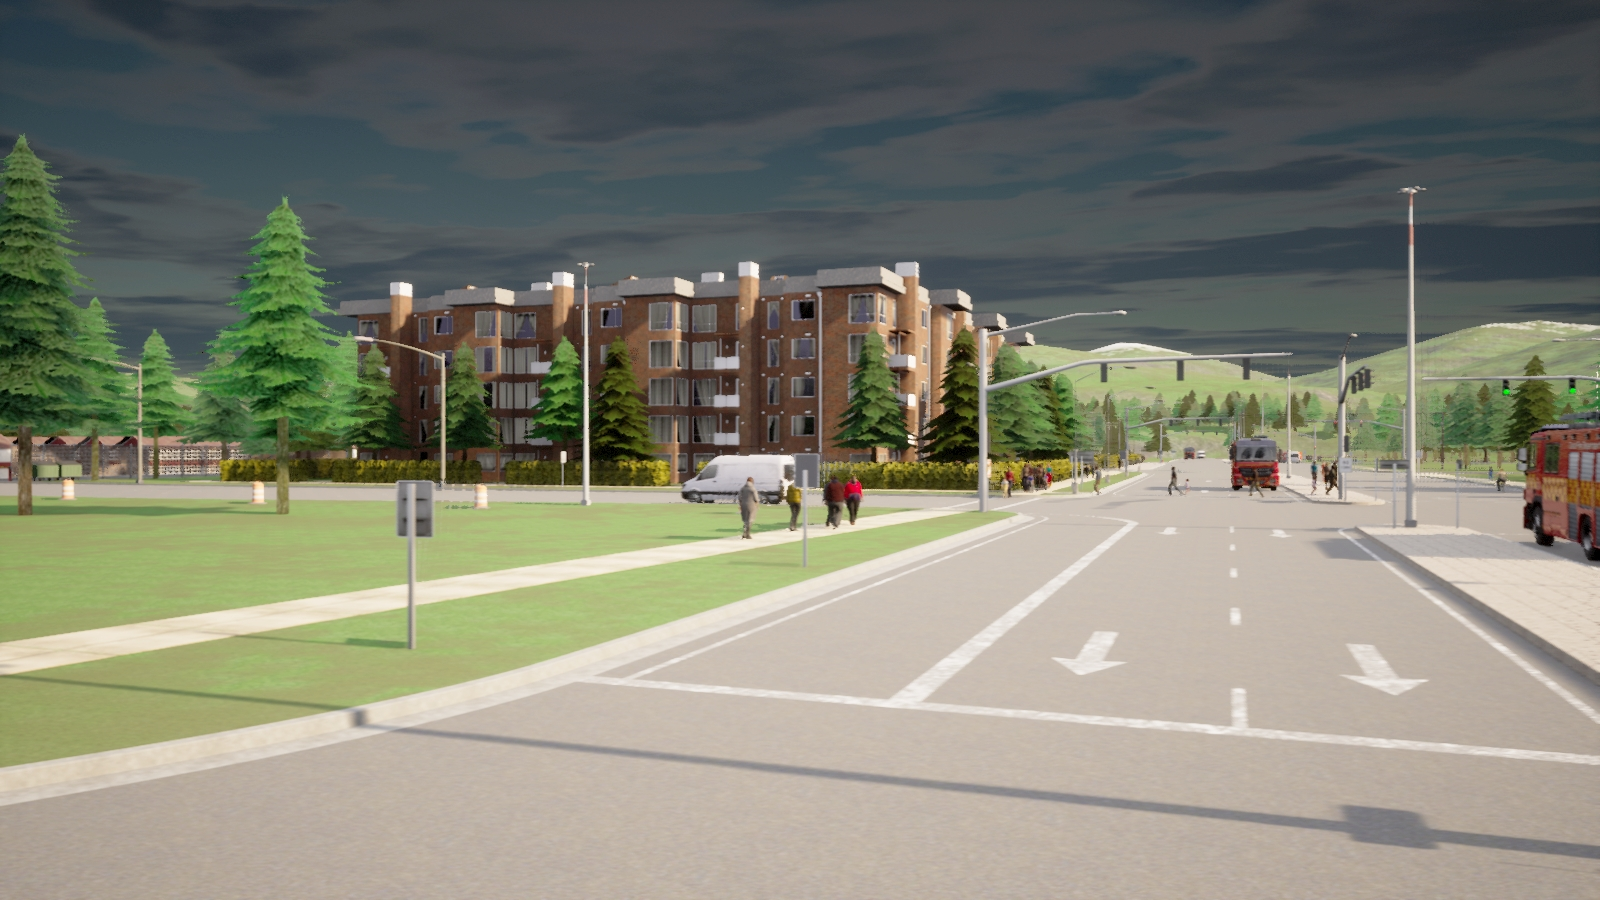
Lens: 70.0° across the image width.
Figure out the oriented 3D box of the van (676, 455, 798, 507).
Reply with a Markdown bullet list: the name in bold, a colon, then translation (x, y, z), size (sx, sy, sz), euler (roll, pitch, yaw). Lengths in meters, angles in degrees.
- **van**: translation (-3.235, 1.539, 58.655), size (5.915, 2.561, 1.988), euler (0, 0, 20)

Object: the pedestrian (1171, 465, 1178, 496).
- **pedestrian**: translation (22.740, 1.850, 69.347), size (0.375, 1.860, 0.375), euler (0, 0, 17)

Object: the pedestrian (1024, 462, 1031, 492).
- **pedestrian**: translation (14.285, 1.697, 71.782), size (0.375, 1.860, 0.375), euler (0, 0, 20)

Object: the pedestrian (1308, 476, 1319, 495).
- **pedestrian**: translation (29.809, 2.075, 66.371), size (0.500, 1.100, 0.500), euler (0, 0, 16)

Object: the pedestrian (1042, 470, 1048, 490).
- **pedestrian**: translation (16.170, 1.980, 75.350), size (0.375, 1.300, 0.375), euler (0, 0, 16)

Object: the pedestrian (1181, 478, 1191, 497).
- **pedestrian**: translation (23.098, 2.229, 68.362), size (0.500, 1.100, 0.500), euler (0, 0, 15)

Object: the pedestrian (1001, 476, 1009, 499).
- **pedestrian**: translation (11.679, 2.131, 64.945), size (0.375, 1.300, 0.375), euler (0, 0, 22)

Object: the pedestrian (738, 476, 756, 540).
- **pedestrian**: translation (-1.561, 1.699, 33.595), size (0.375, 1.860, 0.375), euler (0, 0, 25)

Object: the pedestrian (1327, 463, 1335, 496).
- **pedestrian**: translation (30.721, 1.695, 66.075), size (0.375, 1.860, 0.375), euler (0, 0, 16)

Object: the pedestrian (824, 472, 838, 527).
- **pedestrian**: translation (1.074, 1.699, 39.241), size (0.375, 1.860, 0.375), euler (0, 0, 23)

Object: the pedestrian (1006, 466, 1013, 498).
- **pedestrian**: translation (12.091, 1.851, 65.901), size (0.375, 1.860, 0.375), euler (0, 0, 21)

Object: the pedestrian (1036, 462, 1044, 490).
- **pedestrian**: translation (15.674, 1.698, 74.592), size (0.375, 1.860, 0.375), euler (0, 0, 27)

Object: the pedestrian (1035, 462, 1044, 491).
- **pedestrian**: translation (15.248, 1.700, 72.672), size (0.375, 1.860, 0.375), euler (0, 0, -36)

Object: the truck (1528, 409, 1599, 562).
- **truck**: translation (22.409, 0.889, 30.909), size (2.891, 3.827, 8.468), euler (0, 0, 21)

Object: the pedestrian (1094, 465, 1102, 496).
- **pedestrian**: translation (18.171, 1.852, 69.641), size (0.375, 1.860, 0.375), euler (0, 0, 30)

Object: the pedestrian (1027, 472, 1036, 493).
- **pedestrian**: translation (14.044, 1.980, 69.425), size (0.375, 1.300, 0.375), euler (0, 0, -26)

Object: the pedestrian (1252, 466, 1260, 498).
- **pedestrian**: translation (26.579, 1.848, 66.624), size (0.375, 1.860, 0.375), euler (0, 0, 17)

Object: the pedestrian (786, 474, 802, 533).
- **pedestrian**: translation (-0.185, 1.699, 36.614), size (0.375, 1.860, 0.375), euler (0, 0, 24)

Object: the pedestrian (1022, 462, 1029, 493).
- **pedestrian**: translation (13.817, 1.698, 70.008), size (0.375, 1.860, 0.375), euler (0, 0, 15)

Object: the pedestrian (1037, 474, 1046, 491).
- **pedestrian**: translation (15.504, 2.078, 73.298), size (0.500, 1.100, 0.500), euler (0, 0, 26)

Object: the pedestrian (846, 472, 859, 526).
- **pedestrian**: translation (1.830, 1.698, 39.644), size (0.375, 1.860, 0.375), euler (0, 0, -10)

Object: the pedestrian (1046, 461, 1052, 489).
- **pedestrian**: translation (16.912, 1.698, 77.578), size (0.375, 1.860, 0.375), euler (0, 0, 19)

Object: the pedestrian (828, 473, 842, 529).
- **pedestrian**: translation (1.174, 1.698, 38.018), size (0.375, 1.860, 0.375), euler (0, 0, 15)
